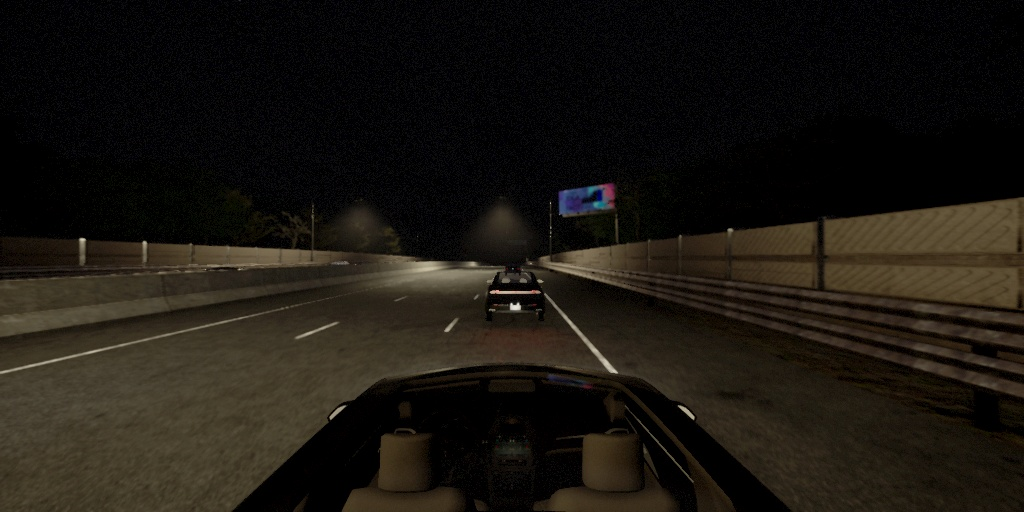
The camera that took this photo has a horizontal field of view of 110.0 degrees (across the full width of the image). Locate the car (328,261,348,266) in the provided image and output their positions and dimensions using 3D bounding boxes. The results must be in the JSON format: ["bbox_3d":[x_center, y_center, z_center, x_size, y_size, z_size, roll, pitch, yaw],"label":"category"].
[{"bbox_3d":[-24.571,1.496,51.078,2.128,1.511,4.902,0,0,0],"label":"car"}]

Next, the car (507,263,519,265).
[{"bbox_3d":[0.096,1.472,41.631,2.033,1.411,5.357,0,0,0],"label":"car"}]

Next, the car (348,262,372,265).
[{"bbox_3d":[-21.075,1.530,51.093,1.812,1.442,4.674,0,0,0],"label":"car"}]

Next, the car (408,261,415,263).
[{"bbox_3d":[-17.525,1.640,62.438,1.812,1.442,4.674,0,-1,0],"label":"car"}]

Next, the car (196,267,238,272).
[{"bbox_3d":[-17.599,1.350,21.307,1.994,1.385,4.181,0,0,0],"label":"car"}]

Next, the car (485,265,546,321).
[{"bbox_3d":[0.099,1.252,12.575,2.128,1.511,4.902,0,0,0],"label":"car"}]
